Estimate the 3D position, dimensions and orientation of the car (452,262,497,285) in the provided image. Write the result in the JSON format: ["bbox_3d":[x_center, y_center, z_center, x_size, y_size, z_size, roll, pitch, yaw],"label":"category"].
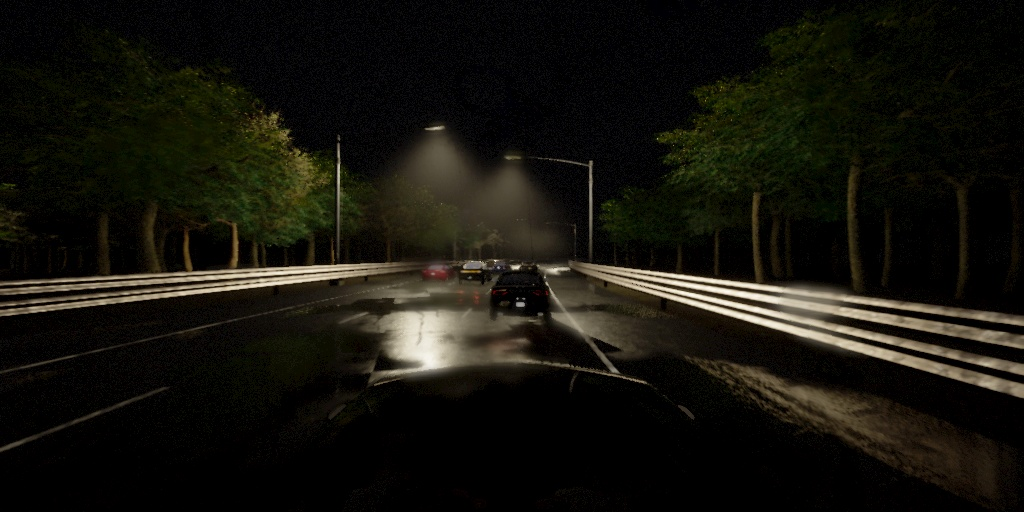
[{"bbox_3d":[-2.641,1.281,26.635,2.128,1.511,4.902,0,0,4],"label":"car"}]

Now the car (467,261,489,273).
[{"bbox_3d":[-4.334,1.411,46.277,1.994,1.385,4.181,0,0,7],"label":"car"}]

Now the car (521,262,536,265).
[{"bbox_3d":[1.761,1.330,37.039,1.837,1.490,4.892,0,0,5],"label":"car"}]

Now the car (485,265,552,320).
[{"bbox_3d":[0.307,1.234,12.683,1.882,1.535,5.008,0,0,2],"label":"car"}]

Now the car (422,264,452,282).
[{"bbox_3d":[-5.910,1.359,29.598,1.994,1.385,4.181,0,0,5],"label":"car"}]

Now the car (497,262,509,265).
[{"bbox_3d":[-1.239,1.387,42.564,2.033,1.411,5.357,0,0,6],"label":"car"}]
